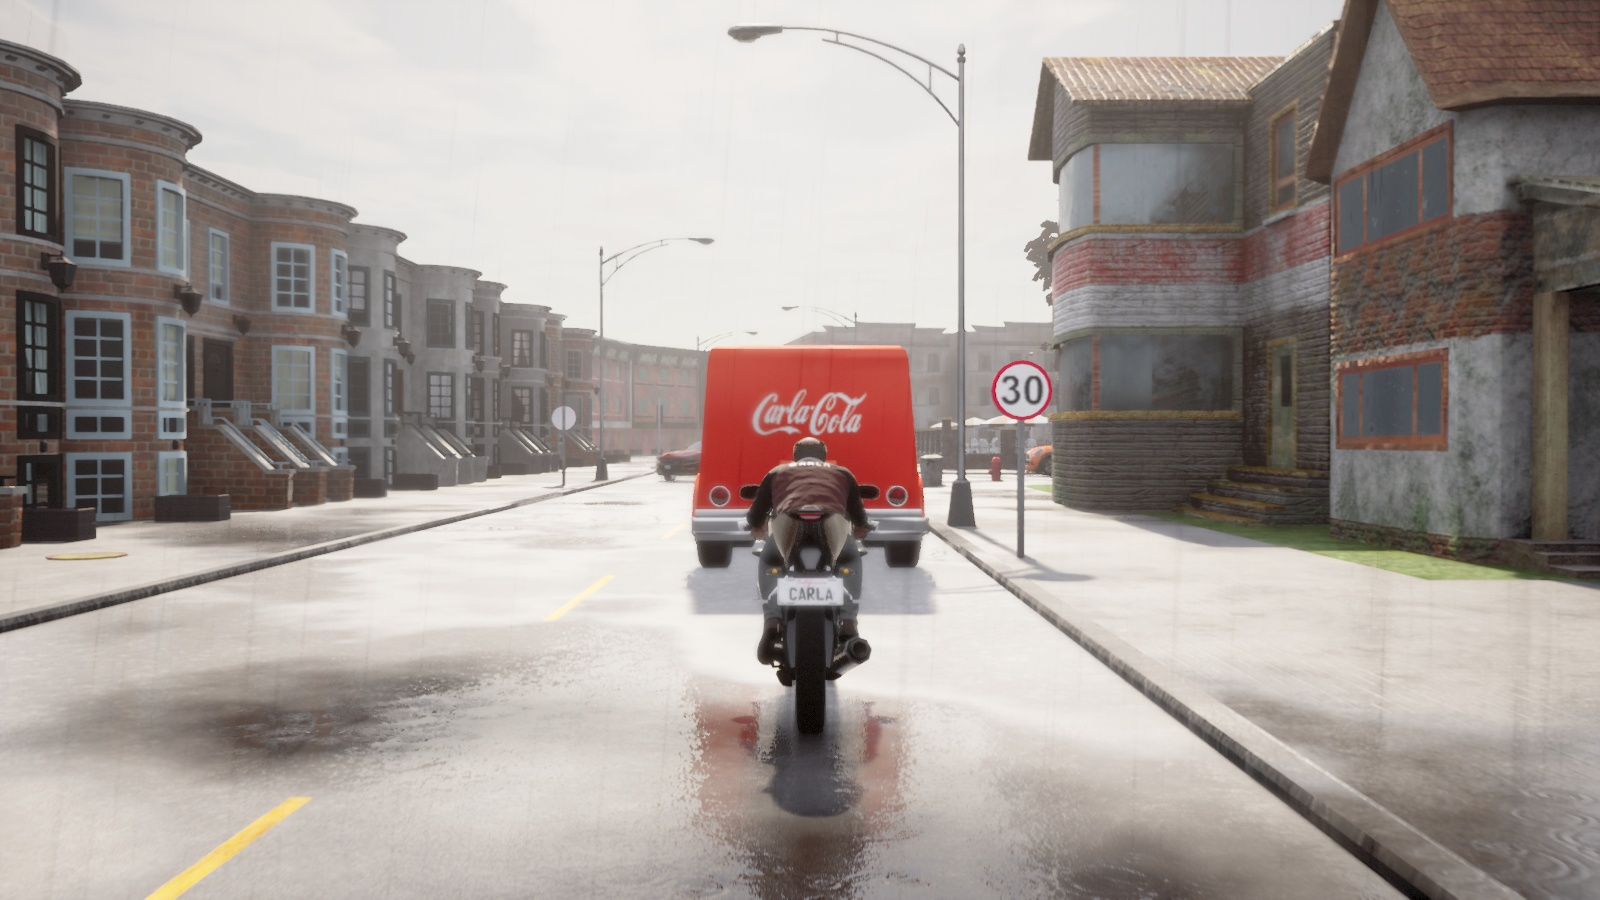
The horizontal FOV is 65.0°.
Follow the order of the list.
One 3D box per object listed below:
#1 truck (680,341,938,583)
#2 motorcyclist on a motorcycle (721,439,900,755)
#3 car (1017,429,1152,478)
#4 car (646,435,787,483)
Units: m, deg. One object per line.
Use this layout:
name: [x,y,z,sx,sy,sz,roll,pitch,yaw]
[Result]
truck: [0.103,0.093,15.402,2.627,2.467,5.204,0,1,0]
motorcyclist on a motorcycle: [0.056,0.703,7.177,0.866,1.530,2.191,0,1,0]
car: [10.488,0.110,46.587,4.553,1.767,2.097,0,1,0]
car: [-2.762,0.262,42.611,1.882,1.535,5.008,0,0,39]
